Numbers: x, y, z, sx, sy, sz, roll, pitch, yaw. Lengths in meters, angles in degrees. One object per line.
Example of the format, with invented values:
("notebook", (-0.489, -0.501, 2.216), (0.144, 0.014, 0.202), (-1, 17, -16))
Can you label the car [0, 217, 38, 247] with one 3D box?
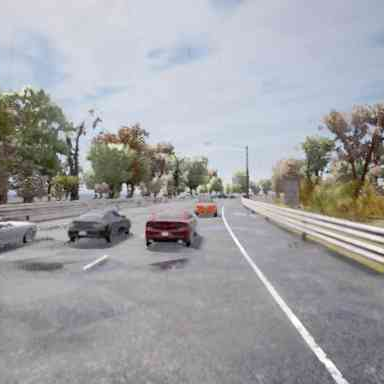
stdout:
("car", (-8.072, 1.606, 13.017), (1.895, 1.301, 4.718), (0, 0, 5))

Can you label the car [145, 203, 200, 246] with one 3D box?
("car", (-0.839, 1.488, 15.428), (1.882, 1.535, 5.008), (0, 0, 5))

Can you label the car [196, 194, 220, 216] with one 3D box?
("car", (1.434, 1.375, 32.831), (2.097, 1.767, 4.553), (0, 0, 4))

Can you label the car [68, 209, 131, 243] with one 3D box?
("car", (-4.304, 1.534, 15.996), (1.812, 1.442, 4.674), (0, 0, 5))
